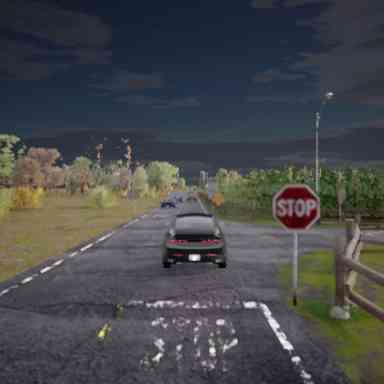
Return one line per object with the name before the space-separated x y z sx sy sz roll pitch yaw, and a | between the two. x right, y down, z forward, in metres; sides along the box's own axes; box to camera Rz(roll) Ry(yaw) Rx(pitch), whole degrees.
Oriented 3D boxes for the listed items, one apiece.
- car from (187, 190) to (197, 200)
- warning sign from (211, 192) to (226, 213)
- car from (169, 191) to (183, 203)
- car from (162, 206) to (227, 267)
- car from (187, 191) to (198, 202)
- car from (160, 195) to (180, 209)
car | 0.005 0.696 73.122 2.150 2.045 5.566 0 0 0
warning sign | 2.450 0.930 30.642 1.300 1.860 1.060 0 0 0
car | -2.785 0.838 59.151 2.150 2.045 5.566 0 0 1
car | 0.081 1.440 11.152 1.837 1.490 4.892 0 1 0
car | 0.004 1.091 62.677 1.837 1.490 4.892 0 0 0
car | -2.841 1.348 40.932 1.895 1.301 4.718 0 0 0
